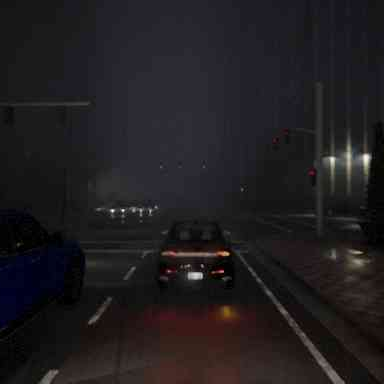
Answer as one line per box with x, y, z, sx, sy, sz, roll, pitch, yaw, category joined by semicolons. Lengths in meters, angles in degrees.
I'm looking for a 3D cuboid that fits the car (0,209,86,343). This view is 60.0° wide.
-3.441;1.254;5.017;2.150;2.045;5.566;0;0;1;car

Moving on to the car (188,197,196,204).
-0.044;1.875;75.227;1.837;1.490;4.892;0;0;0;car

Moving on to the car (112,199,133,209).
-10.627;1.823;49.947;1.812;1.442;4.674;0;0;0;car

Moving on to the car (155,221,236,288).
0.113;1.549;9.393;2.128;1.511;4.902;0;0;1;car

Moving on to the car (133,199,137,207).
-10.604;1.952;59.055;1.895;1.301;4.718;0;0;0;car

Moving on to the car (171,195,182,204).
-3.543;1.677;76.145;2.150;2.045;5.566;0;0;0;car

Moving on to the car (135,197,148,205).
-10.541;1.890;69.497;1.882;1.535;5.008;0;0;0;car

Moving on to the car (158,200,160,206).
-7.094;1.936;62.619;1.994;1.385;4.181;0;0;0;car

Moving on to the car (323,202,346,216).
15.273;1.769;34.590;4.181;1.385;1.994;0;0;-1;car

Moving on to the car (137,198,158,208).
-7.118;1.824;53.711;1.837;1.490;4.892;0;0;0;car

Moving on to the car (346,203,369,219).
17.517;1.690;31.114;4.892;1.490;1.837;0;0;-1;car
